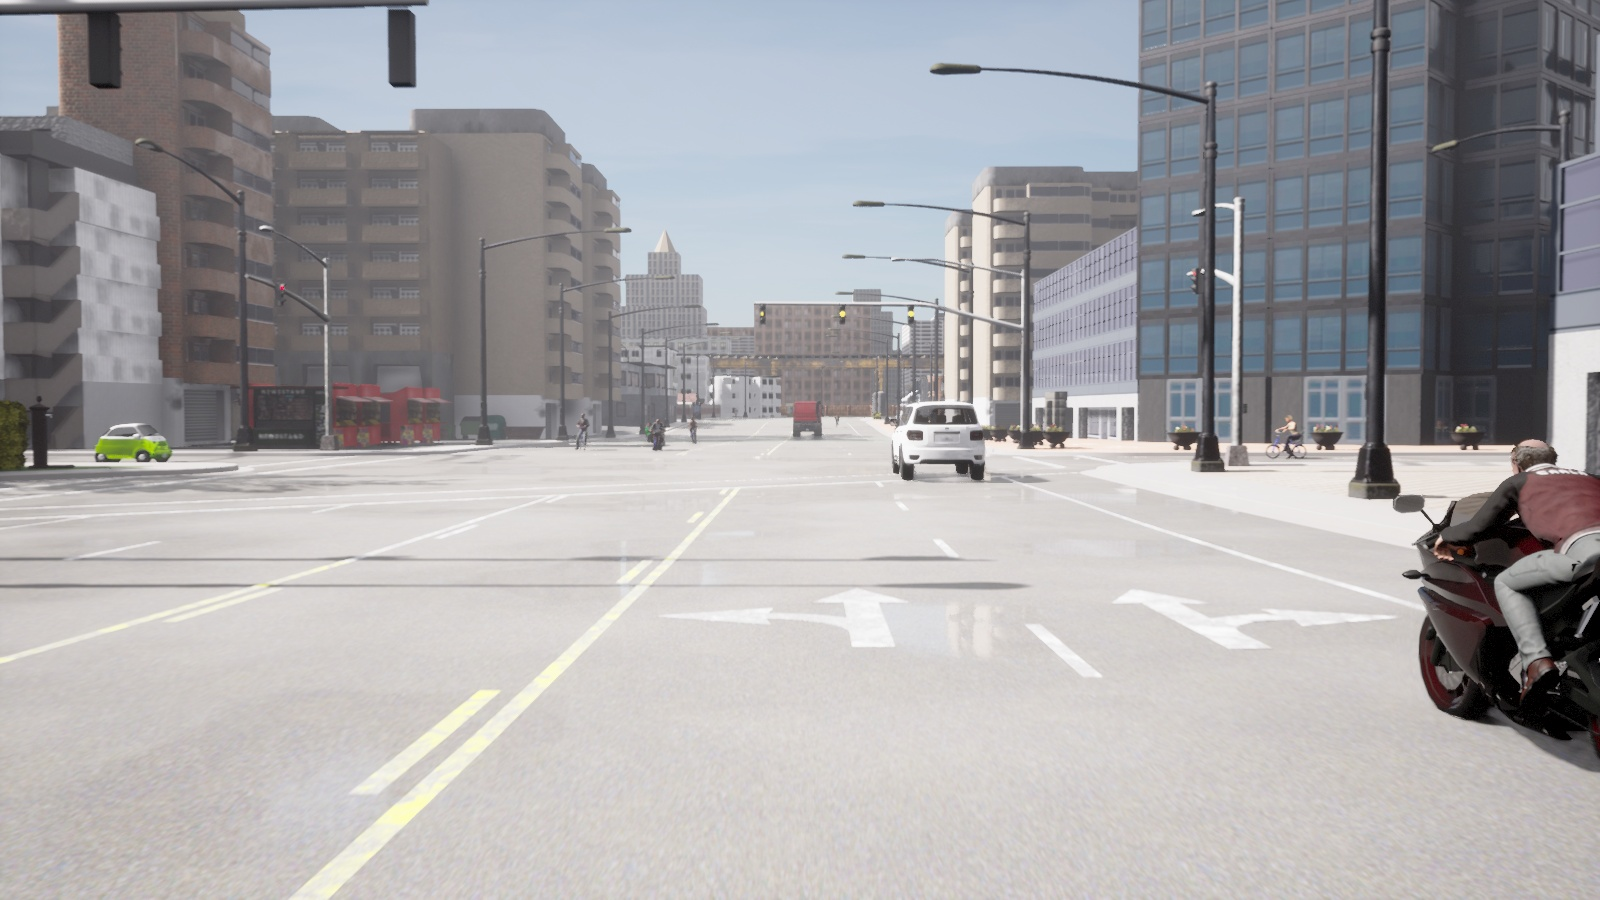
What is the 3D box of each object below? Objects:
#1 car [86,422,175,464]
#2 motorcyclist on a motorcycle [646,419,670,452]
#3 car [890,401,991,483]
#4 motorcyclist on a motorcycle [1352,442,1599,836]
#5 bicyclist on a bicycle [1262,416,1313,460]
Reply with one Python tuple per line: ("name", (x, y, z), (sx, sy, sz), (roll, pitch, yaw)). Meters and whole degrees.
("car", (-22.801, -0.256, 42.842), (2.207, 1.376, 1.481), (0, 2, 1))
("motorcyclist on a motorcycle", (-6.648, -0.688, 58.710), (0.866, 1.530, 2.191), (0, 1, 0))
("car", (3.712, -0.289, 34.268), (2.150, 2.045, 5.566), (0, 2, 0))
("motorcyclist on a motorcycle", (3.550, 0.732, 5.992), (0.866, 1.530, 2.191), (0, 1, 0))
("bicyclist on a bicycle", (17.769, -0.446, 45.791), (1.509, 1.612, 0.866), (0, 2, 1))
